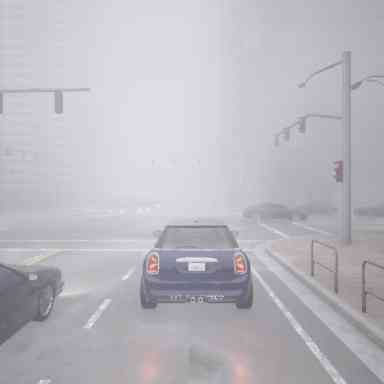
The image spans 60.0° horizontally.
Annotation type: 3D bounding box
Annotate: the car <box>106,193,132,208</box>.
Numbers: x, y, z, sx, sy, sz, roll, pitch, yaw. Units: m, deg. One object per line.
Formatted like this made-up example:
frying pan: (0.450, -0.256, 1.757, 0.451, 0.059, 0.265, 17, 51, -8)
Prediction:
car: (-10.517, 1.352, 48.187, 2.097, 1.767, 4.553, 0, 0, 0)

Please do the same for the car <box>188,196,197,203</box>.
car: (0.139, 1.555, 71.697, 1.994, 1.385, 4.181, 0, 0, 0)

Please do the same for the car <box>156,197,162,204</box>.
car: (-6.947, 1.601, 63.277, 1.895, 1.301, 4.718, 0, 0, 1)

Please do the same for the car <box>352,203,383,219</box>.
car: (16.504, 1.601, 28.677, 4.718, 1.301, 1.895, 0, 0, 1)

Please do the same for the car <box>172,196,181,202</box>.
car: (-3.380, 1.465, 72.275, 2.033, 1.411, 5.357, 0, 0, 0)

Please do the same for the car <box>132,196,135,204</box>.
car: (-10.464, 1.503, 60.725, 1.837, 1.490, 4.892, 0, 1, 0)

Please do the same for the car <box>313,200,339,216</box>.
car: (11.709, 1.526, 32.220, 4.674, 1.442, 1.812, 0, 0, 1)

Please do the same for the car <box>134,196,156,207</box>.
car: (-7.011, 1.564, 50.450, 1.994, 1.385, 4.181, 0, 0, 0)

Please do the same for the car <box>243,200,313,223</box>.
car: (6.248, 1.505, 25.210, 4.892, 1.490, 1.837, 0, 2, 8)

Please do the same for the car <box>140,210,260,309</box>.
car: (0.093, 1.352, 8.044, 2.097, 1.767, 4.553, 0, 0, 0)

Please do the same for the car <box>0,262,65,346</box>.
car: (-3.413, 1.547, 4.185, 2.033, 1.411, 5.357, 0, 0, -1)
